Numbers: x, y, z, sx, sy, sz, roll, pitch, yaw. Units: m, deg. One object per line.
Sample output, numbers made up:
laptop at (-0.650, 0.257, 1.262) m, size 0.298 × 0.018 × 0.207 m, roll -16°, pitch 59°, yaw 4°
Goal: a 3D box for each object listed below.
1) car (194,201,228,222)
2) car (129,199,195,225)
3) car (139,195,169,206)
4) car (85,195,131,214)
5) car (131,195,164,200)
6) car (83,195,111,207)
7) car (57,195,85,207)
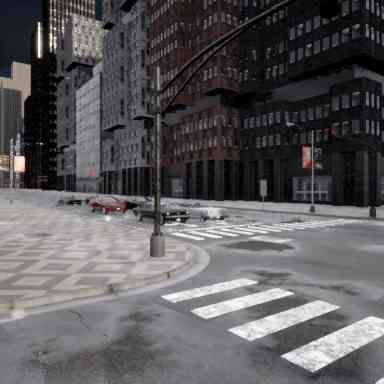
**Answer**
car at (0.485, 1.350, 24.113) m, size 1.895 × 1.301 × 4.718 m, roll 0°, pitch 1°, yaw -36°
car at (-2.113, 1.355, 22.158) m, size 1.895 × 1.301 × 4.718 m, roll 0°, pitch 1°, yaw -36°
car at (-5.009, 1.074, 43.234) m, size 1.895 × 1.301 × 4.718 m, roll 0°, pitch 1°, yaw -36°
car at (-7.592, 1.100, 29.781) m, size 1.882 × 1.535 × 5.008 m, roll 0°, pitch 1°, yaw -36°
car at (-4.996, 1.094, 31.741) m, size 1.882 × 1.535 × 5.008 m, roll 0°, pitch 1°, yaw -36°
car at (-11.915, 1.046, 41.378) m, size 1.895 × 1.301 × 4.718 m, roll 0°, pitch 1°, yaw -36°
car at (-14.518, 1.051, 39.430) m, size 1.895 × 1.301 × 4.718 m, roll 0°, pitch 1°, yaw -36°
